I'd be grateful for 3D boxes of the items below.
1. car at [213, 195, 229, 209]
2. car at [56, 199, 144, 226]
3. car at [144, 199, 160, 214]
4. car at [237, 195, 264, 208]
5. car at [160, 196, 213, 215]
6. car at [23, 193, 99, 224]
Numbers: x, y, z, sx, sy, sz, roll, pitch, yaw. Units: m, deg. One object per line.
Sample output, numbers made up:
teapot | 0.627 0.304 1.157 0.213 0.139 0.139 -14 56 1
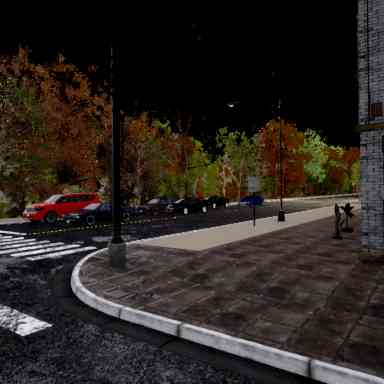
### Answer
car | 2.747 1.204 40.226 1.837 1.490 4.892 -1 0 37
car | -6.104 1.402 22.711 2.033 1.411 5.357 -1 0 36
car | -3.069 1.348 32.323 2.033 1.411 5.357 -1 0 37
car | 7.354 1.148 41.000 1.812 1.442 4.674 -1 1 37
car | -0.389 1.260 30.489 1.837 1.490 4.892 -1 0 36
car | -9.146 1.127 24.066 2.150 2.045 5.566 -1 0 36
